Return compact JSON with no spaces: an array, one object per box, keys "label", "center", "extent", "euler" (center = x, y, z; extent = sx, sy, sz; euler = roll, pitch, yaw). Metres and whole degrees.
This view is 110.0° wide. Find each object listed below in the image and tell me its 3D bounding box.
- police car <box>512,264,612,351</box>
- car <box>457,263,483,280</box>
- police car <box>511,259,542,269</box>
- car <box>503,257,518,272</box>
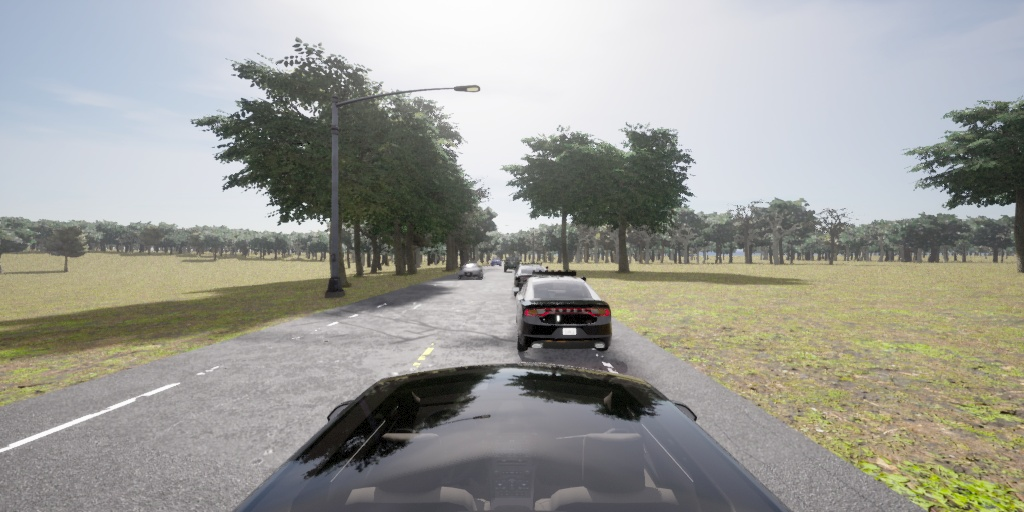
[{"label":"police car","center":[1.048,1.173,9.126],"extent":[1.930,1.638,5.238],"euler":[0,0,0]},{"label":"car","center":[-3.609,1.338,31.678],"extent":[1.994,1.385,4.181],"euler":[0,0,0]},{"label":"police car","center":[1.045,1.172,19.128],"extent":[1.930,1.638,5.238],"euler":[0,0,0]},{"label":"car","center":[0.018,1.106,48.488],"extent":[2.150,2.045,5.566],"euler":[0,-1,0]}]
